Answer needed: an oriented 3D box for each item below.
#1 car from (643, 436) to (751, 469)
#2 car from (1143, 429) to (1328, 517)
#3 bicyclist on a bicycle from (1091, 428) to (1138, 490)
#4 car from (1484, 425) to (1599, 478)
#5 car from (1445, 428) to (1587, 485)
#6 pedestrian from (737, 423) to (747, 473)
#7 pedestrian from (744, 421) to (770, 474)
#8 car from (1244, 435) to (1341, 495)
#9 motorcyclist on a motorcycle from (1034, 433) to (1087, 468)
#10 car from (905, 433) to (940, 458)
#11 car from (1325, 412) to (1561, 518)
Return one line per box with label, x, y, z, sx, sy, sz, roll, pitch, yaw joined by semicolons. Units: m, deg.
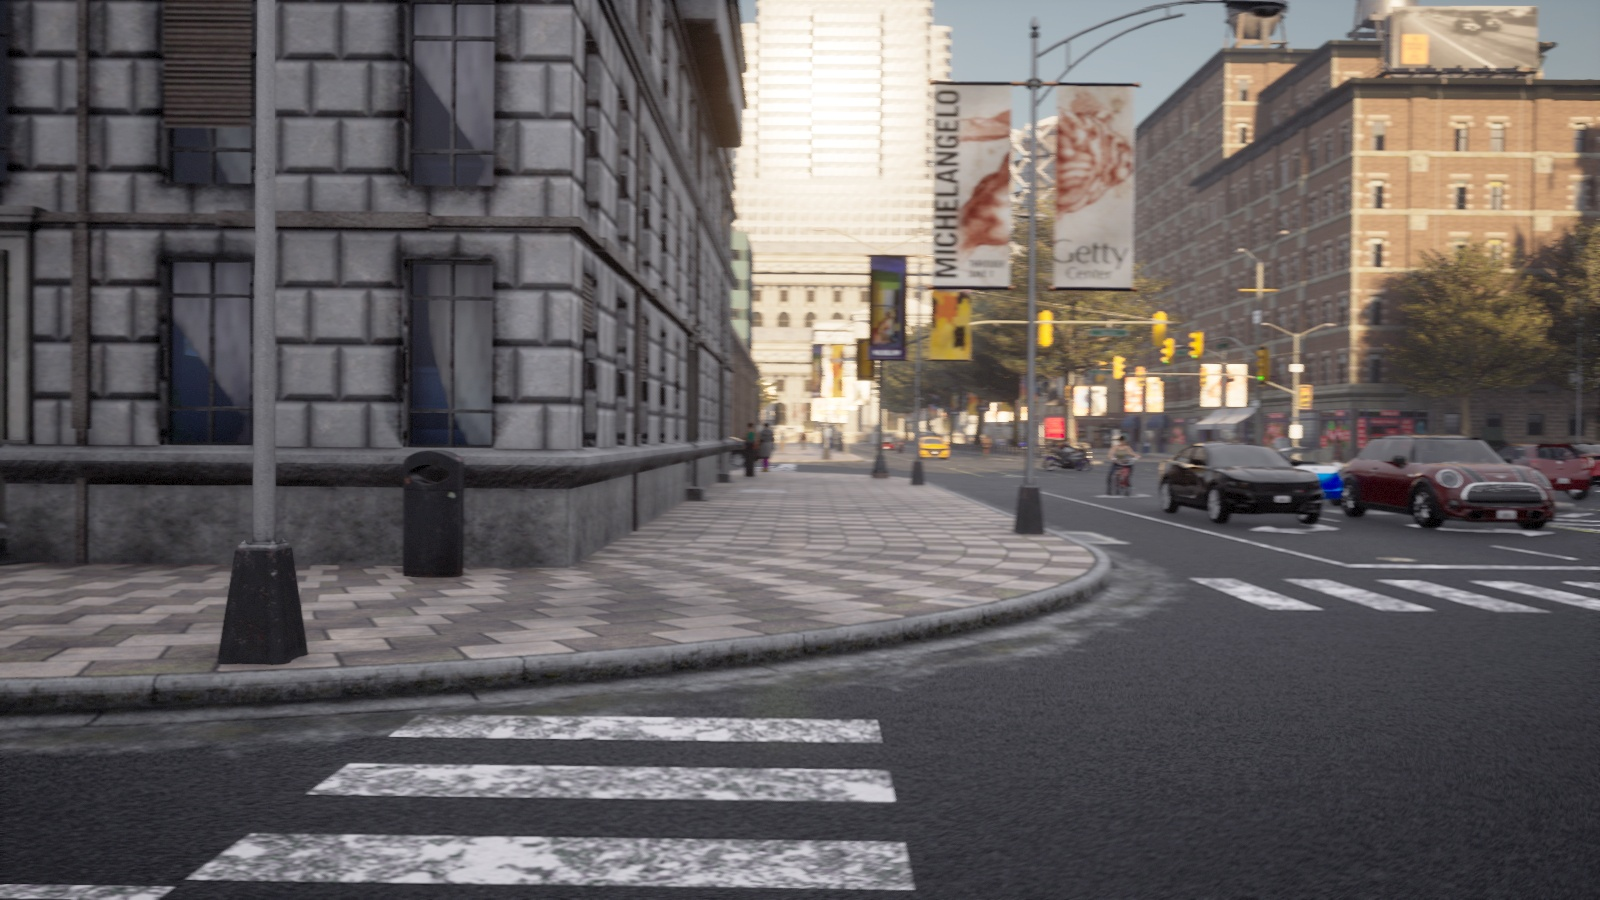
car;-4.909;0.112;60.371;5.008;1.535;1.882;-1;1;-1
car;8.408;0.378;24.755;1.882;1.535;5.008;-1;1;0
bicyclist on a bicycle;8.363;0.233;33.427;0.866;1.612;1.509;-1;1;0
car;23.298;-0.001;38.637;2.007;1.525;4.514;-1;1;0
car;19.852;0.152;34.994;1.845;1.501;3.633;-1;1;0
pedestrian;-2.182;-0.083;47.132;0.345;1.836;0.594;-1;1;-1
pedestrian;-1.604;-0.088;46.951;0.659;1.952;0.873;-1;1;-25
car;11.878;0.345;30.397;1.481;1.376;2.207;-1;0;0
motorcyclist on a motorcycle;11.826;0.006;57.040;2.191;1.530;0.866;-1;1;-1
car;8.115;-0.325;83.519;1.882;1.535;5.008;-1;1;0
car;11.912;0.229;23.673;2.097;1.767;4.553;-1;1;0
